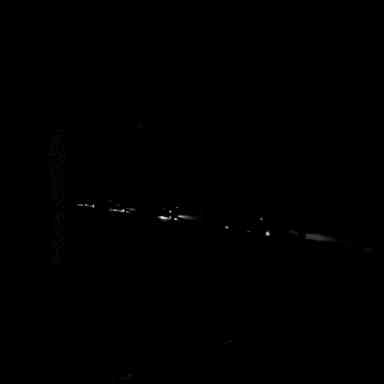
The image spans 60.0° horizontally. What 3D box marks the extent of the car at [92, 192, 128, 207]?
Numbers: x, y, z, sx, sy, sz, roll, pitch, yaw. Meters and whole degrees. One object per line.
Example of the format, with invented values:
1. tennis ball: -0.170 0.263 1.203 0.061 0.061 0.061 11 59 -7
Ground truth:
1. car: -9.029 0.778 36.946 2.097 1.767 4.553 1 1 -35

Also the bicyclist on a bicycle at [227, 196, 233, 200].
1. bicyclist on a bicycle: 3.385 1.136 29.591 1.656 1.620 0.582 0 1 -35

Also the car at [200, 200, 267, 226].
1. car: 2.451 1.245 20.504 2.128 1.511 4.902 1 1 -35

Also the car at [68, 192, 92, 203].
1. car: -14.960 0.762 45.504 1.837 1.490 4.892 1 1 -34

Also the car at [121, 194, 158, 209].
1. car: -6.095 1.015 37.888 2.033 1.411 5.357 1 1 -35

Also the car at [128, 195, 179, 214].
1. car: -3.238 1.138 28.636 2.033 1.411 5.357 1 1 -35

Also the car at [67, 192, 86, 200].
1. car: -20.241 0.669 58.165 1.895 1.301 4.718 1 0 -35
